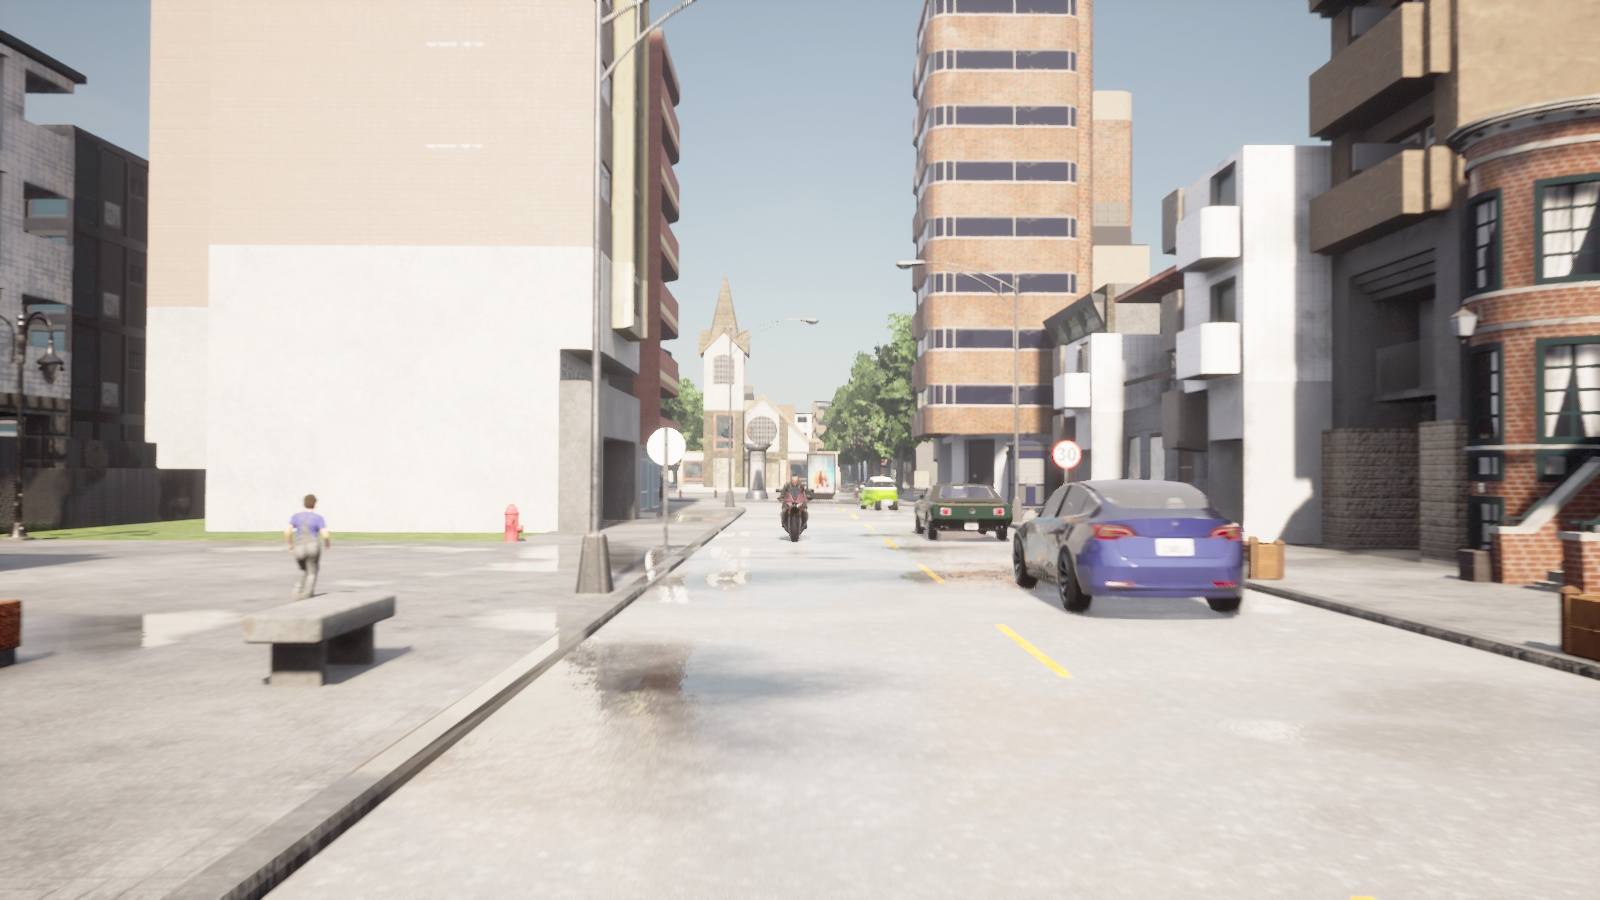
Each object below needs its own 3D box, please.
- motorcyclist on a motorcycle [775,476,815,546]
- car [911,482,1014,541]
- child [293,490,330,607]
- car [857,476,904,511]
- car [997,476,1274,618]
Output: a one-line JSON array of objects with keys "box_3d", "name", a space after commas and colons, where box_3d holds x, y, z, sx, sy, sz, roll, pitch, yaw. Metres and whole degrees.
[{"box_3d": [-0.110, 1.365, 28.695, 0.866, 1.530, 2.191, 0, -1, 0], "name": "motorcyclist on a motorcycle"}, {"box_3d": [3.881, 1.451, 30.751, 1.895, 1.301, 4.718, 0, -1, 0], "name": "car"}, {"box_3d": [-5.407, 1.077, 13.912, 0.270, 1.263, 0.437, 0, -1, -7], "name": "child"}, {"box_3d": [3.335, 1.793, 52.218, 1.481, 1.376, 2.207, 0, -1, -10], "name": "car"}, {"box_3d": [3.943, 1.083, 15.761, 2.163, 1.488, 4.792, 0, -1, 0], "name": "car"}]
